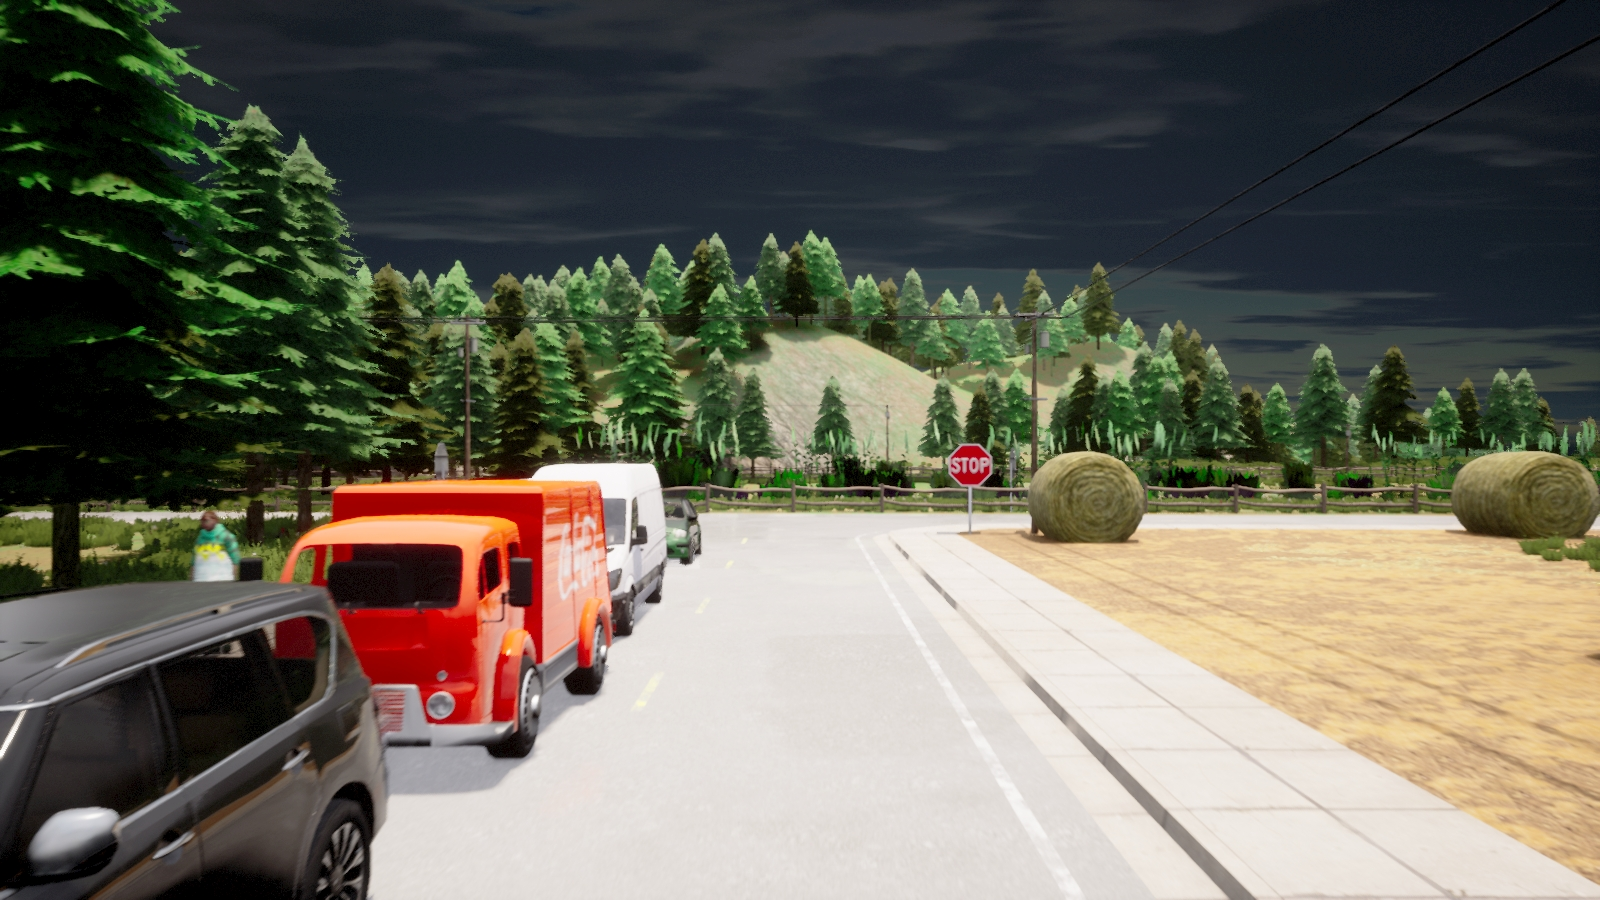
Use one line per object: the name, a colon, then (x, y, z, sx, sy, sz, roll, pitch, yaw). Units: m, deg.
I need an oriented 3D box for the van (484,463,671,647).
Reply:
van: (-3.507, 1.532, 19.240, 1.988, 2.561, 5.915, 0, 0, 0)

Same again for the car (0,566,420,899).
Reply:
car: (-3.563, 1.778, 4.684, 2.150, 2.045, 5.566, 0, 0, 0)

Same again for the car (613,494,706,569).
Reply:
car: (-3.471, 1.995, 28.962, 1.851, 1.617, 3.988, 0, 0, 0)

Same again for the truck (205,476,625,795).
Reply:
truck: (-3.525, 1.566, 11.890, 2.627, 2.467, 5.204, 0, 0, 0)

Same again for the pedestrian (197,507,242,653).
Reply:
pedestrian: (-7.592, 1.691, 14.949, 0.375, 1.860, 0.375, 0, 0, 9)
